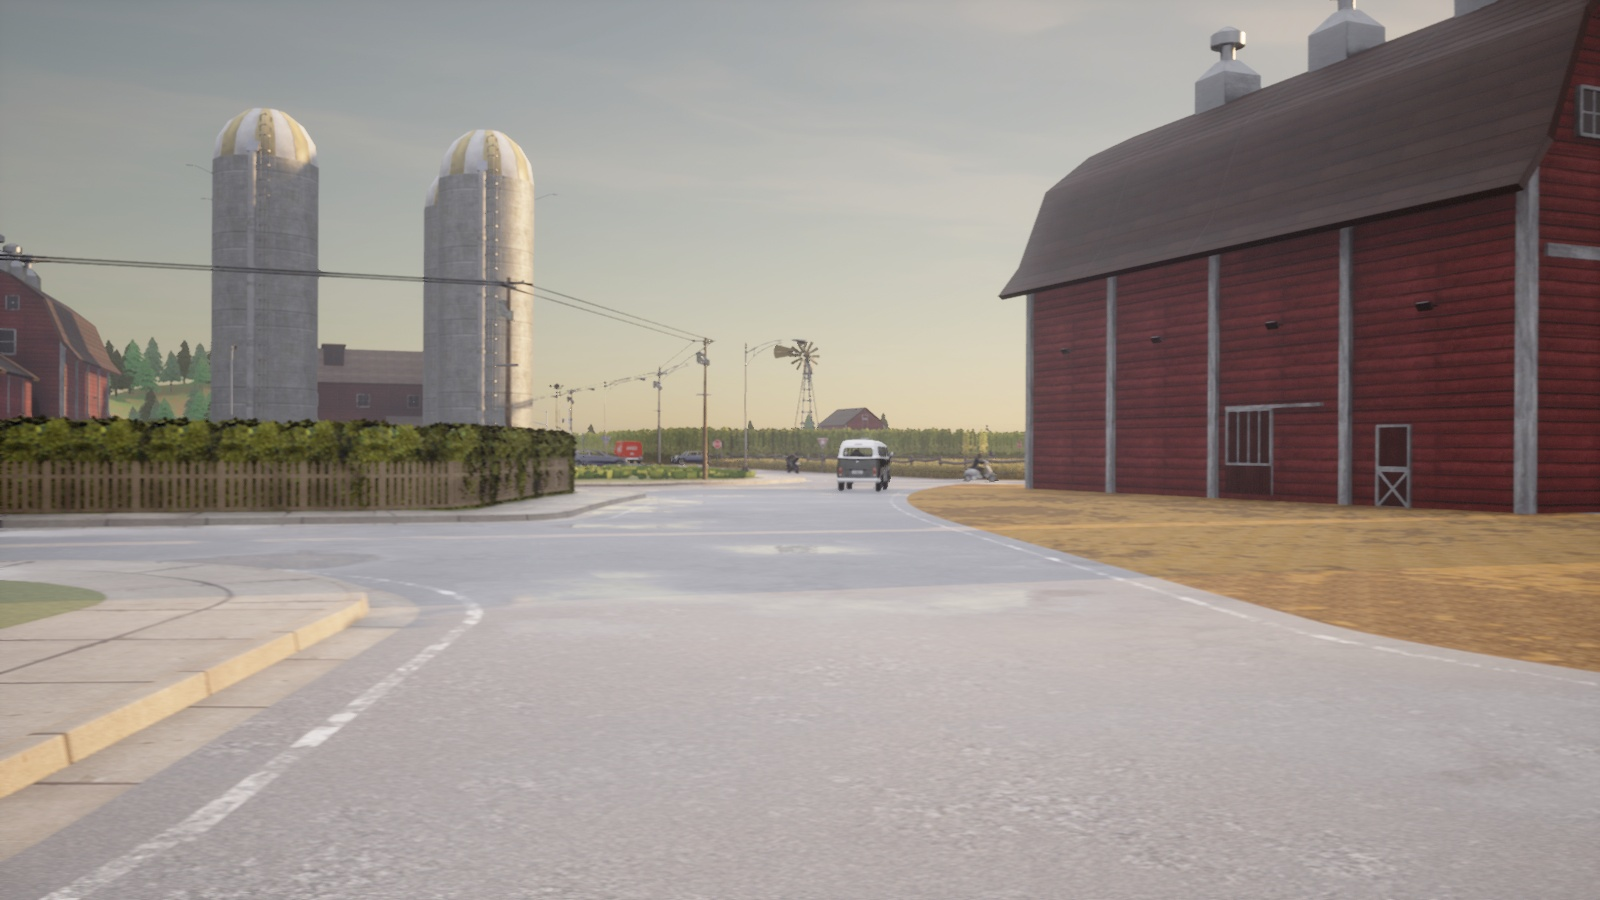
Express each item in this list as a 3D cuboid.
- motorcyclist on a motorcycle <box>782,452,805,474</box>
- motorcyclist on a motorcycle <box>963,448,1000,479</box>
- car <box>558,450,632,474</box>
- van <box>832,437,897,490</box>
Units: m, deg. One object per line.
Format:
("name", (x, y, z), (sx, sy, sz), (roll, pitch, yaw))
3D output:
("motorcyclist on a motorcycle", (-0.478, 0.940, 89.753), (0.866, 1.530, 2.191), (-1, 0, -21))
("motorcyclist on a motorcycle", (9.708, 0.724, 67.183), (1.817, 1.590, 0.866), (0, -1, 20))
("car", (-15.233, 0.902, 93.331), (5.027, 1.651, 2.152), (-1, 0, -22))
("van", (2.689, 0.545, 51.250), (2.069, 2.038, 4.480), (-1, 0, 10))
